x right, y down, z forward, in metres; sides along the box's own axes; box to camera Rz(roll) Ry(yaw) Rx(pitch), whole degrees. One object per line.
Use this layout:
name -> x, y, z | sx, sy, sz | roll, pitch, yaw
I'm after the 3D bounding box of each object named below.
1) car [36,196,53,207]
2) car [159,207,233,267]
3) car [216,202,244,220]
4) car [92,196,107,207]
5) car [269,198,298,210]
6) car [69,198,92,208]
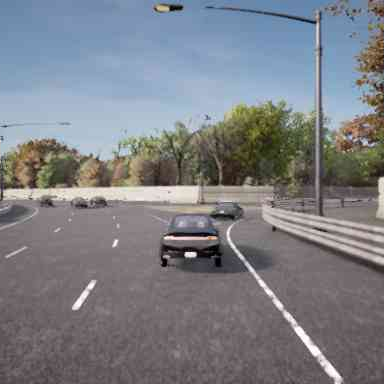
car -> -22.965, 1.463, 51.865 | 1.837, 1.490, 4.892 | 0, 0, -32
car -> 0.019, 1.478, 11.420 | 2.128, 1.511, 4.902 | 0, 0, 1
car -> 3.108, 1.527, 28.190 | 1.994, 1.385, 4.181 | 0, 0, 21
car -> -14.540, 1.456, 51.332 | 1.837, 1.490, 4.892 | 0, 0, -29
car -> 11.268, 1.432, 40.836 | 2.128, 1.511, 4.902 | 0, 0, 43
car -> -16.098, 1.505, 47.059 | 2.033, 1.411, 5.357 | 0, 0, -28
